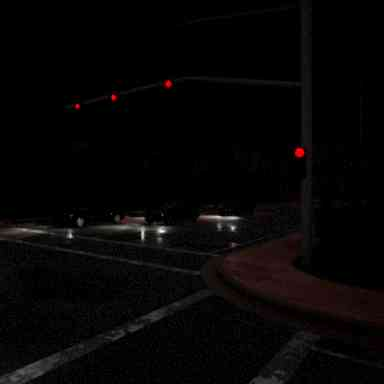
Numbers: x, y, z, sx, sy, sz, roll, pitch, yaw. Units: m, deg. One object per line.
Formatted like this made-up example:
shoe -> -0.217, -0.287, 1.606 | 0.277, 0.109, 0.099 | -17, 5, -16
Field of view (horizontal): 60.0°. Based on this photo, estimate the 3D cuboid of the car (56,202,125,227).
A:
car -> -6.874, 1.465, 22.913 | 1.882, 1.535, 5.008 | 0, 0, 36

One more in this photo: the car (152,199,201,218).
car -> -1.342, 1.493, 30.627 | 1.837, 1.490, 4.892 | 0, 0, 36

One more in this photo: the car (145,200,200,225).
car -> -1.358, 1.468, 24.603 | 1.882, 1.535, 5.008 | 0, 0, 36

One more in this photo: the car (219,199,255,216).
car -> 4.503, 1.495, 32.741 | 1.837, 1.490, 4.892 | 0, 0, 36
